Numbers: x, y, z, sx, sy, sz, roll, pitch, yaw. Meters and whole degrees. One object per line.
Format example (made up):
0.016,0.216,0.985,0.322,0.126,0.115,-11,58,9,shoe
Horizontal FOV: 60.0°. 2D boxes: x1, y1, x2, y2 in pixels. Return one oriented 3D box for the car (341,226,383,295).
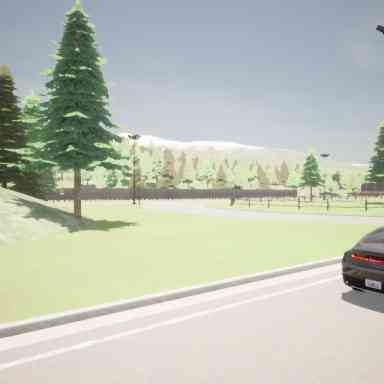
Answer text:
5.425,1.505,7.714,4.892,1.490,1.837,0,0,-35,car
